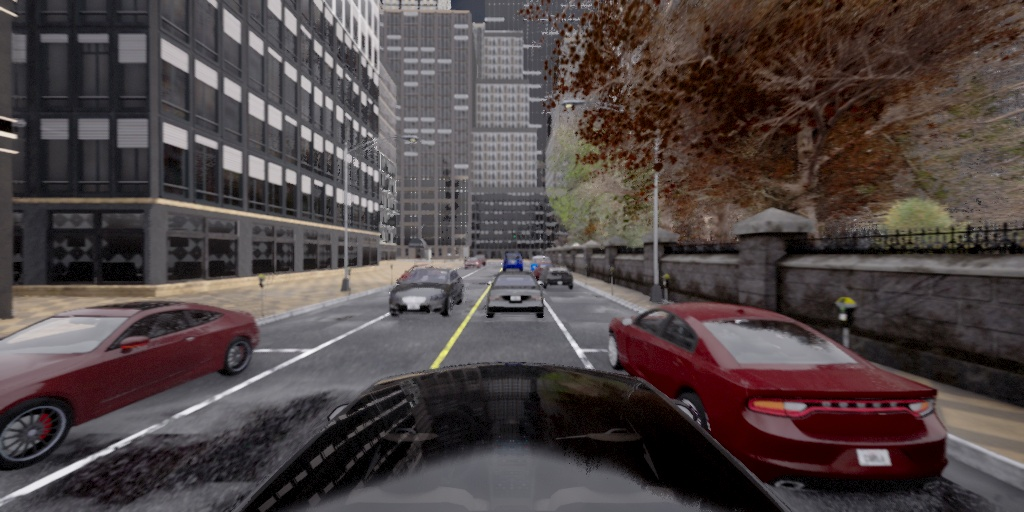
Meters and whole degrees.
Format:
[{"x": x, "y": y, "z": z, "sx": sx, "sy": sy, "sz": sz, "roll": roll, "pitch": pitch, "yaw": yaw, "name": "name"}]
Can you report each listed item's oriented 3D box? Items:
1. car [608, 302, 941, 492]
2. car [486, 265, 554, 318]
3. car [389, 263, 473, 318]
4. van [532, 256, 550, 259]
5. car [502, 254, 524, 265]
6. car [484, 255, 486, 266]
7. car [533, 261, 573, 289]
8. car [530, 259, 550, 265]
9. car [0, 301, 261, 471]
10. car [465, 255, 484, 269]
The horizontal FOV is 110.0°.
[{"x": 2.567, "y": 1.277, "z": 4.777, "sx": 1.888, "sy": 1.381, "sz": 4.507, "roll": 0, "pitch": 0, "yaw": 0, "name": "car"}, {"x": 0.102, "y": 1.234, "z": 12.714, "sx": 2.033, "sy": 1.411, "sz": 5.357, "roll": 0, "pitch": 0, "yaw": 0, "name": "car"}, {"x": -2.827, "y": 1.178, "z": 12.780, "sx": 2.128, "sy": 1.511, "sz": 4.902, "roll": 0, "pitch": 0, "yaw": 0, "name": "car"}, {"x": 2.572, "y": 0.911, "z": 32.503, "sx": 1.690, "sy": 1.789, "sz": 3.998, "roll": 0, "pitch": 0, "yaw": 0, "name": "van"}, {"x": 0.108, "y": 0.752, "z": 39.006, "sx": 2.150, "sy": 2.045, "sz": 5.566, "roll": 0, "pitch": 0, "yaw": 0, "name": "car"}, {"x": -5.373, "y": 0.713, "z": 60.229, "sx": 2.192, "sy": 1.841, "sz": 5.009, "roll": 0, "pitch": 0, "yaw": 0, "name": "car"}, {"x": 2.570, "y": 1.186, "z": 21.412, "sx": 2.007, "sy": 1.370, "sz": 4.403, "roll": 0, "pitch": 0, "yaw": 0, "name": "car"}, {"x": 2.571, "y": 1.148, "z": 26.958, "sx": 1.888, "sy": 1.381, "sz": 4.507, "roll": 0, "pitch": 0, "yaw": 0, "name": "car"}, {"x": -5.314, "y": 1.315, "z": 4.782, "sx": 1.802, "sy": 1.307, "sz": 4.207, "roll": 0, "pitch": 0, "yaw": 0, "name": "car"}, {"x": -5.305, "y": 0.908, "z": 49.142, "sx": 1.967, "sy": 1.591, "sz": 4.097, "roll": 0, "pitch": 0, "yaw": 0, "name": "car"}]
